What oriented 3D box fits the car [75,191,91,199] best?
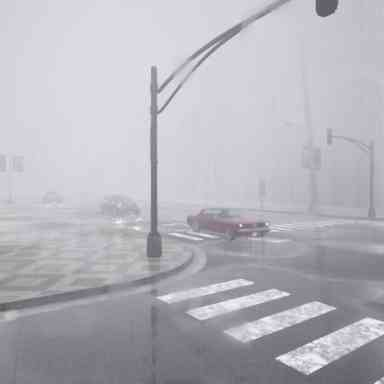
[{"bbox_3d":[-21.705,0.520,66.168,1.882,1.535,5.008,0,1,-36],"label":"car"}]

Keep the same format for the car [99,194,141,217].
[{"bbox_3d":[-5.957,1.018,27.285,2.097,1.767,4.553,0,1,-36],"label":"car"}]

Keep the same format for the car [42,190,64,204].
[{"bbox_3d":[-19.022,0.690,45.484,2.097,1.767,4.553,0,1,-35],"label":"car"}]

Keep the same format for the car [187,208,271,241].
[{"bbox_3d":[1.623,1.457,16.102,1.895,1.301,4.718,0,1,-29],"label":"car"}]
